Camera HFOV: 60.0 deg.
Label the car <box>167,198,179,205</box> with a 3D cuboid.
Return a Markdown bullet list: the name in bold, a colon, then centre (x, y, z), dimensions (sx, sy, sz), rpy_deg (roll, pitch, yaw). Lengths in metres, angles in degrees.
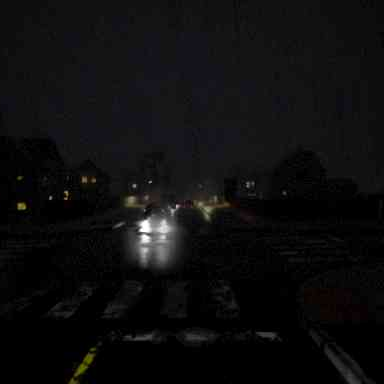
- **car**: centre (-3.457, 1.704, 60.951), dimensions (1.895, 1.301, 4.718), rpy_deg (0, 0, -1)

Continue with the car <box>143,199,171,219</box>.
- **car**: centre (-3.043, 1.561, 28.413), dimensions (1.895, 1.301, 4.718), rpy_deg (0, 0, -1)

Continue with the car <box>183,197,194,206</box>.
- **car**: centre (-0.644, 1.627, 56.872), dimensions (1.895, 1.301, 4.718), rpy_deg (0, 0, -1)

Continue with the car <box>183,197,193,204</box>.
- **car**: centre (-0.821, 1.681, 66.900), dimensions (1.895, 1.301, 4.718), rpy_deg (0, 0, -2)

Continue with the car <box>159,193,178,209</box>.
- **car**: centre (-3.299, 1.205, 45.606), dimensions (2.150, 2.045, 5.566), rpy_deg (0, 0, -1)
